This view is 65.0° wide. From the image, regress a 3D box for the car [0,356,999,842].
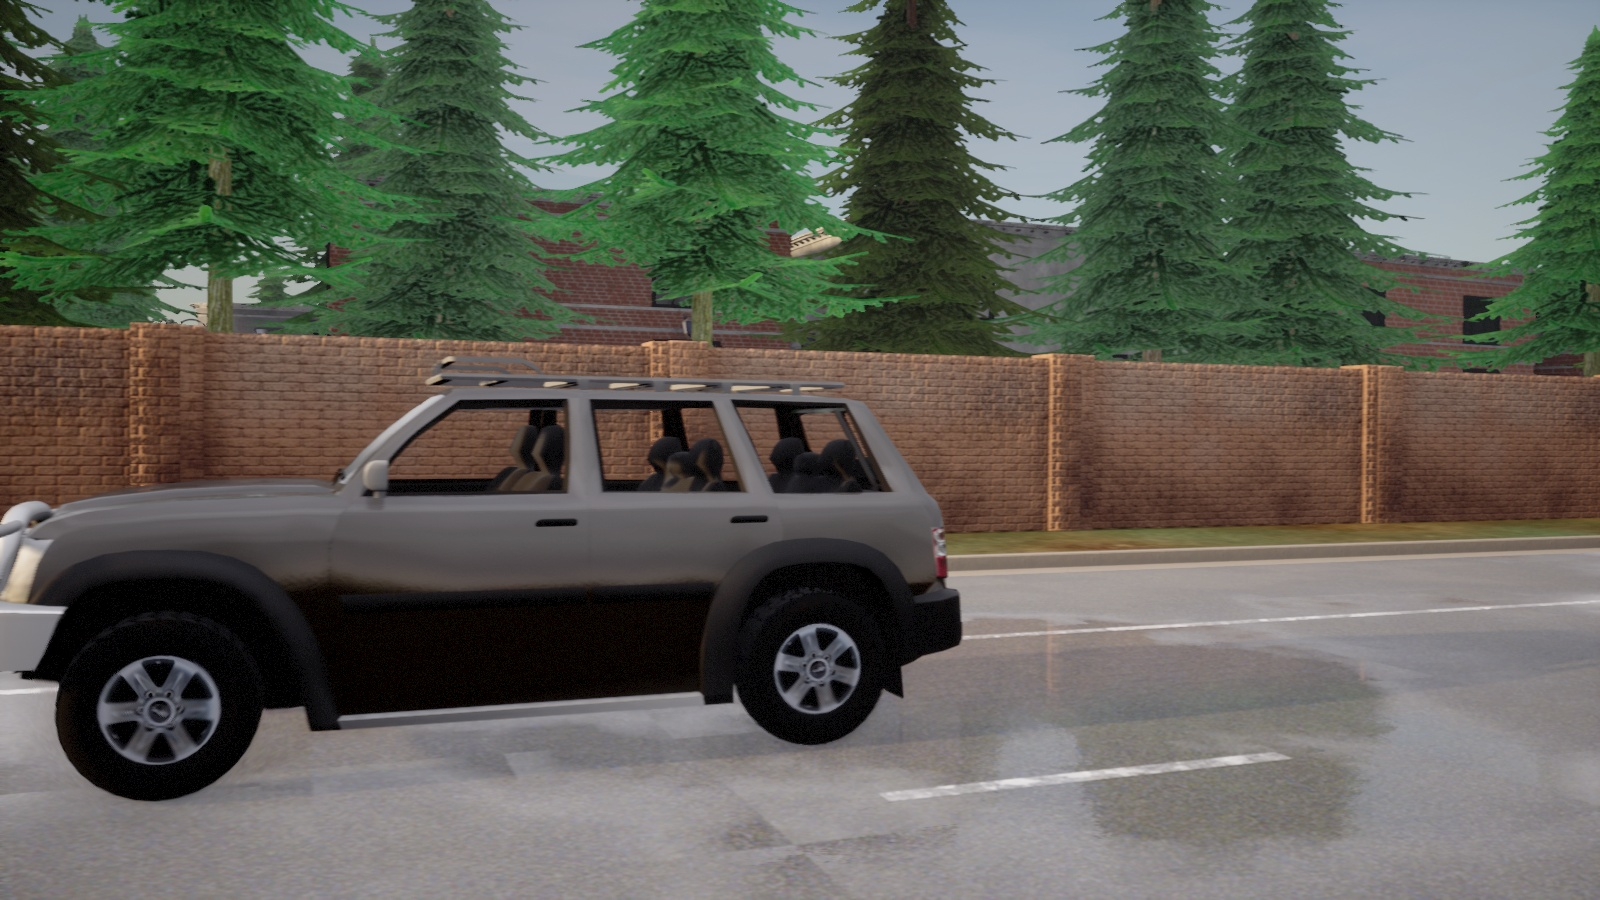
[{"bbox_3d":[-1.501,0.523,6.409,4.605,1.855,1.932,-1,1,-21],"label":"car"}]
